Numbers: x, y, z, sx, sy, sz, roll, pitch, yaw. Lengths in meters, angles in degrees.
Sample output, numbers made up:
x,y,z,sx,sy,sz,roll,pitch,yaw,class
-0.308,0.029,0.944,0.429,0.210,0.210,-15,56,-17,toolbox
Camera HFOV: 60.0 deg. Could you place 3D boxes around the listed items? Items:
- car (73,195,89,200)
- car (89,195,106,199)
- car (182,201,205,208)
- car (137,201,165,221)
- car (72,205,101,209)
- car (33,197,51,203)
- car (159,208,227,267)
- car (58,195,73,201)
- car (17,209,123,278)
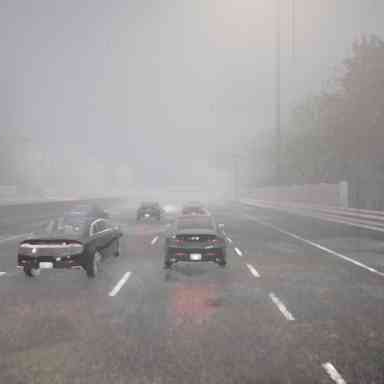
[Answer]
x,y,z,sx,sy,sz,roll,pitch,yaw,class
-20.989,1.410,65.360,2.097,1.767,4.553,0,0,0,car
-17.494,1.562,63.831,2.128,1.511,4.902,0,0,0,car
0.105,1.542,28.698,1.812,1.442,4.674,0,0,0,car
-3.394,1.520,27.599,1.837,1.490,4.892,0,0,0,car
-6.893,1.557,21.945,2.033,1.411,5.357,0,0,0,car
-27.988,1.599,62.161,1.994,1.385,4.181,0,0,0,car
0.102,1.508,11.442,1.837,1.490,4.892,0,0,0,car
-24.487,1.410,65.345,2.097,1.767,4.553,0,0,0,car
-3.398,1.494,10.178,2.128,1.511,4.902,0,0,0,car
